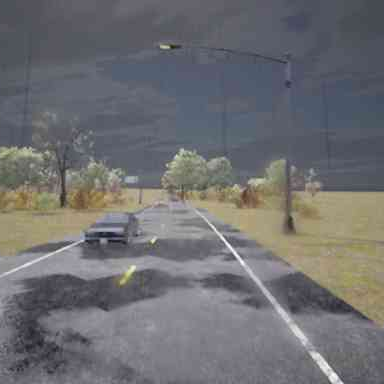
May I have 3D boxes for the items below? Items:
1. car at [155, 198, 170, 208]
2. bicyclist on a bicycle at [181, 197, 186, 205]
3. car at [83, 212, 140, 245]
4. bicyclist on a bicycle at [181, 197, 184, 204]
[{"bbox_3d":[-5.332,1.854,58.193,2.097,1.767,4.553,0,0,-3],"label":"car"},{"bbox_3d":[-1.625,2.031,70.528,0.866,1.612,1.509,0,0,-4],"label":"bicyclist on a bicycle"},{"bbox_3d":[-3.766,1.697,16.643,2.033,1.411,5.357,0,0,-1],"label":"car"},{"bbox_3d":[-2.310,2.035,79.528,0.659,1.776,1.843,0,0,-5],"label":"bicyclist on a bicycle"}]
